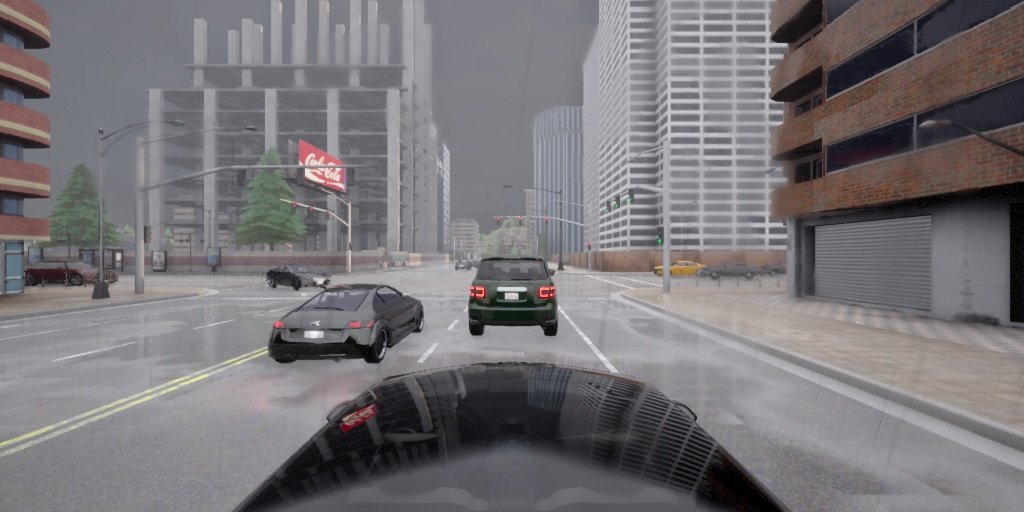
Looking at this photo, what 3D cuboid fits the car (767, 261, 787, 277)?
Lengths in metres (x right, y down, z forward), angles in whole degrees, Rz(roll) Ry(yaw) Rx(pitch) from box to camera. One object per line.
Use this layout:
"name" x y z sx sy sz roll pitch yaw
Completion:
"car" 26.230 1.241 34.736 4.902 1.511 2.128 0 0 0

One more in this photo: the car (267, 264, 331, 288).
"car" -12.883 1.241 21.633 4.902 1.511 2.128 0 -1 33

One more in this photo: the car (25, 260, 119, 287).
"car" -29.444 1.101 24.048 4.553 1.767 2.097 0 0 0

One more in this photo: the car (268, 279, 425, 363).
"car" -3.377 1.314 8.149 1.994 1.385 4.181 0 0 0

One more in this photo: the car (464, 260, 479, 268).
"car" -6.771 1.314 59.795 1.994 1.385 4.181 0 0 1

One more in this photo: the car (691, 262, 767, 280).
"car" 18.772 1.241 31.245 4.902 1.511 2.128 0 0 0

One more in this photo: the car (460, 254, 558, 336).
"car" 0.099 0.971 10.537 2.150 2.045 5.566 0 0 2

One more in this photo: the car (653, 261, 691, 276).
"car" 16.294 1.228 34.746 5.008 1.535 1.882 0 0 0

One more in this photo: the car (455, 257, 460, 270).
"car" -6.838 1.241 50.685 2.128 1.511 4.902 0 0 0
